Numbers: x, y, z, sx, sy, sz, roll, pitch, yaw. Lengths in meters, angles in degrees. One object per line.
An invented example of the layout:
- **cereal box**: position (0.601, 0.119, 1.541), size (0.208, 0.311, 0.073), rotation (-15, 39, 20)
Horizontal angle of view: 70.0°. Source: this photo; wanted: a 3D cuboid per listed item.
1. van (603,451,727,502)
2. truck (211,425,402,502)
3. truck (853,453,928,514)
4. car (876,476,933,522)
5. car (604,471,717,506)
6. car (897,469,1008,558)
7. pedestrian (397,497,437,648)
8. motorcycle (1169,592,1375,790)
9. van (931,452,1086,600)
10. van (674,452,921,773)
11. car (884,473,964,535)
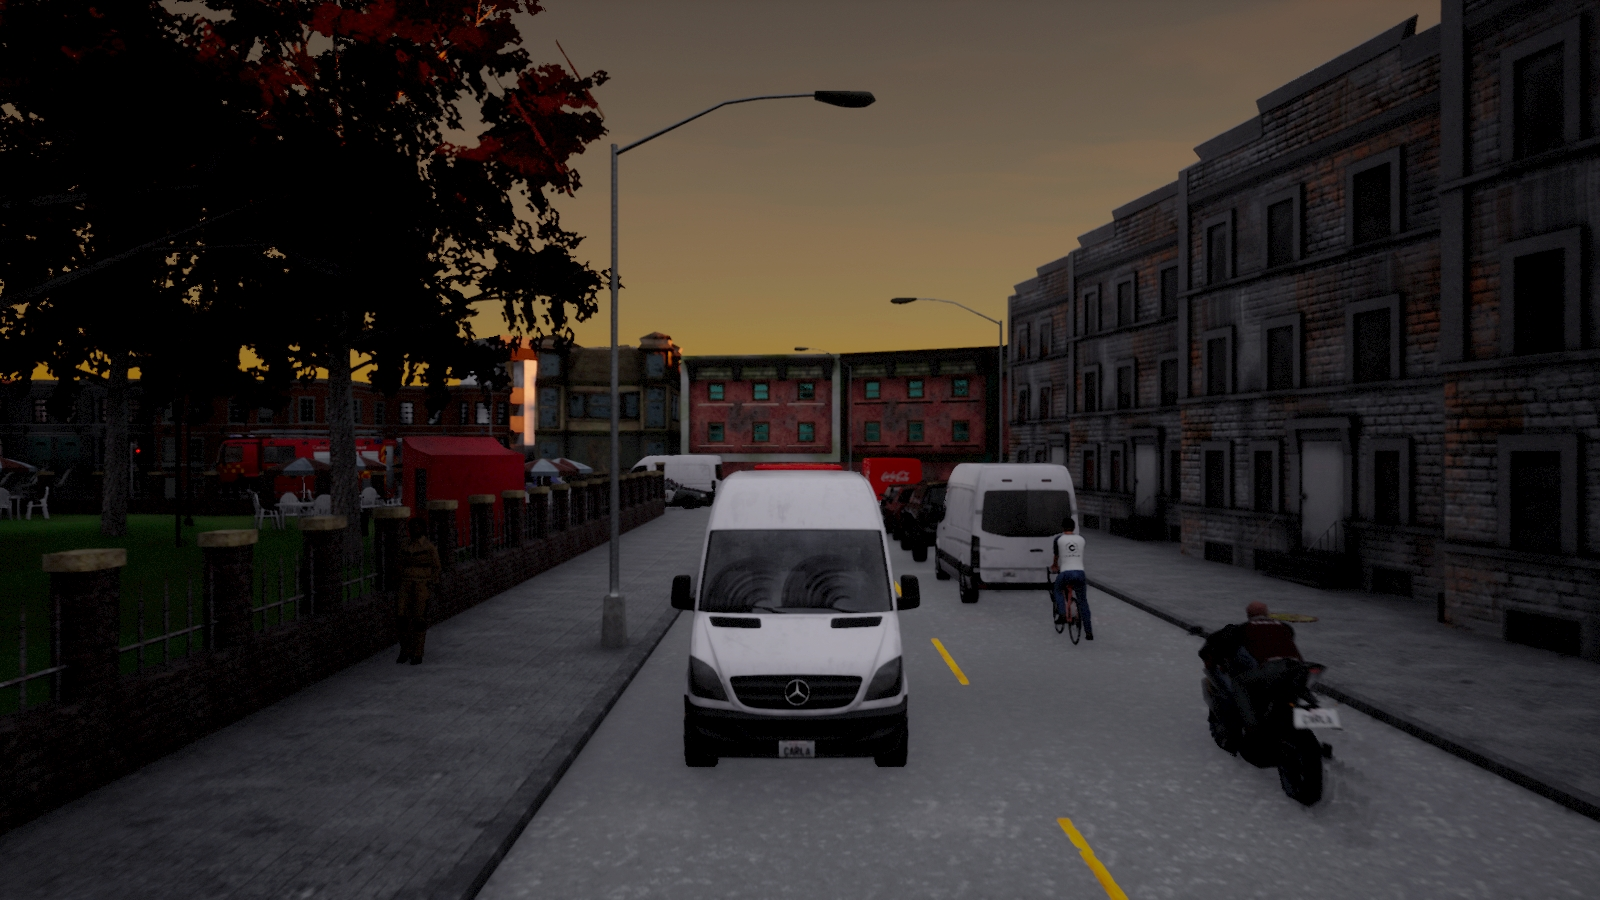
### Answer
- **van**: position (-6.852, 1.318, 58.100), size (5.915, 2.561, 1.988), rotation (0, 0, 10)
- **truck**: position (-25.002, 0.673, 58.209), size (8.468, 3.827, 2.891), rotation (0, 0, -1)
- **truck**: position (3.806, 1.351, 49.136), size (2.627, 2.467, 5.204), rotation (0, 0, -2)
- **car**: position (3.880, 1.808, 42.767), size (1.789, 1.549, 3.705), rotation (0, 0, 0)
- **car**: position (-6.552, 1.819, 53.968), size (4.974, 1.542, 2.038), rotation (0, 0, 5)
- **car**: position (3.889, 1.561, 30.174), size (2.150, 2.045, 5.566), rotation (0, 0, 0)
- **pedestrian**: position (-4.812, 1.526, 14.358), size (0.375, 1.860, 0.375), rotation (0, 0, 0)
- **motorcycle**: position (3.979, 1.985, 9.876), size (0.867, 1.251, 2.209), rotation (0, 0, 0)
- **van**: position (3.952, 1.315, 22.751), size (1.988, 2.561, 5.915), rotation (0, 0, 0)
- **van**: position (-0.036, 1.315, 12.155), size (1.988, 2.561, 5.915), rotation (0, 0, 0)
- **car**: position (3.934, 1.687, 36.969), size (2.097, 1.767, 4.553), rotation (0, 0, 0)
